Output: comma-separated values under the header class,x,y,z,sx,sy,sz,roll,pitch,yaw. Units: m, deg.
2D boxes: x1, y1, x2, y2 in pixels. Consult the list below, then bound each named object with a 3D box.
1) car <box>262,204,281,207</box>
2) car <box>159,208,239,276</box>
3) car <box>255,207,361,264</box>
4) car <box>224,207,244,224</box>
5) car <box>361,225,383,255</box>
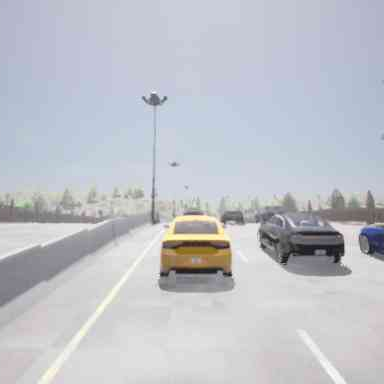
class,x,y,z,sx,sy,sz,roll,pitch,yaw
car,7.112,2.012,30.398,2.097,1.767,4.553,0,-4,0
car,0.103,1.471,10.339,1.882,1.535,5.008,0,0,0
car,3.604,1.486,11.749,2.128,1.511,4.902,0,0,0
car,3.613,2.182,30.828,2.128,1.511,4.902,0,-4,0
car,7.103,1.471,10.299,1.882,1.535,5.008,0,0,0
